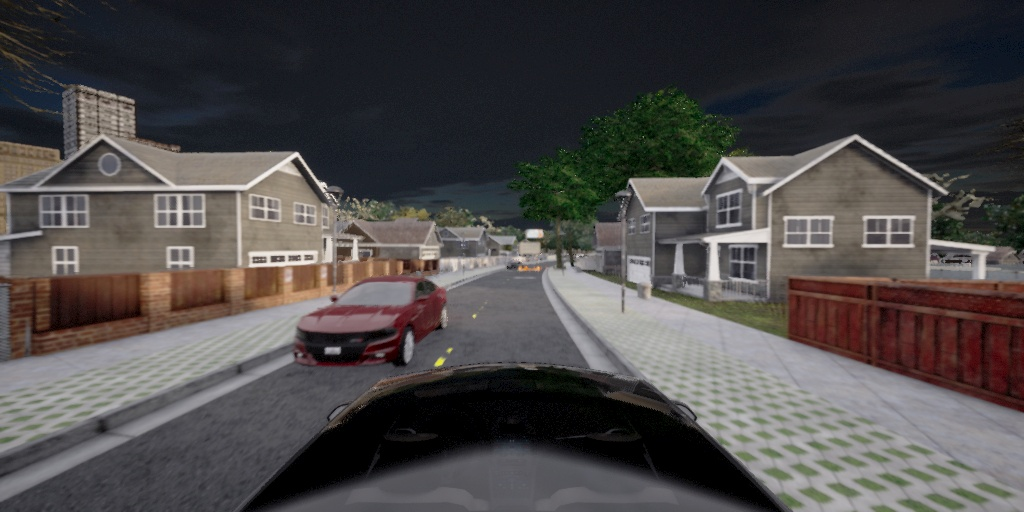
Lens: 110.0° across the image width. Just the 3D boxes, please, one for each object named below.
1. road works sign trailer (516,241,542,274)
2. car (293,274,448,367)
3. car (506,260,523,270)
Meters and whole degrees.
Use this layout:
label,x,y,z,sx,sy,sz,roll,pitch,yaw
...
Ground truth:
label,x,y,z,sx,sy,sz,roll,pitch,yaw
road works sign trailer,1.950,0.161,39.634,2.380,3.560,2.880,0,0,6
car,-2.751,1.204,8.103,1.882,1.535,5.008,0,0,1
car,0.423,1.251,50.532,1.994,1.385,4.181,0,0,8
